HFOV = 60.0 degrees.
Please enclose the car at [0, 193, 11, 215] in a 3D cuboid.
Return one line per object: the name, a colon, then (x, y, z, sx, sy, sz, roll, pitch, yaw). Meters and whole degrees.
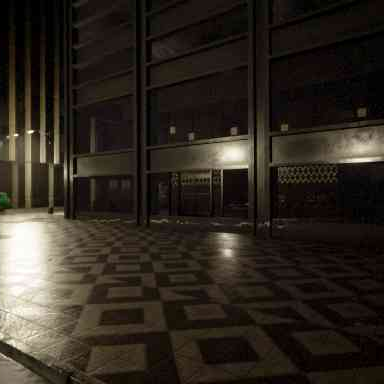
car: (-19.443, 1.103, 30.086, 2.150, 2.045, 5.566, 0, 1, 37)
